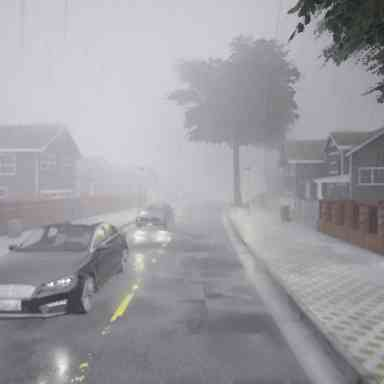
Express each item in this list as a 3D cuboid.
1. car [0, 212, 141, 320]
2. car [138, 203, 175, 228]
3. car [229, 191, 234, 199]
[{"bbox_3d":[-2.719,1.436,7.514,2.128,1.511,4.902,0,0,1],"label":"car"},{"bbox_3d":[-2.168,1.391,20.940,2.033,1.411,5.357,0,0,4],"label":"car"},{"bbox_3d":[11.020,0.697,88.409,2.150,2.045,5.566,0,0,11],"label":"car"}]
